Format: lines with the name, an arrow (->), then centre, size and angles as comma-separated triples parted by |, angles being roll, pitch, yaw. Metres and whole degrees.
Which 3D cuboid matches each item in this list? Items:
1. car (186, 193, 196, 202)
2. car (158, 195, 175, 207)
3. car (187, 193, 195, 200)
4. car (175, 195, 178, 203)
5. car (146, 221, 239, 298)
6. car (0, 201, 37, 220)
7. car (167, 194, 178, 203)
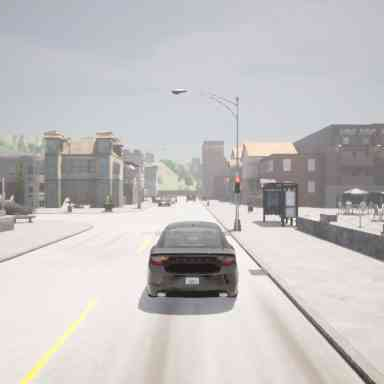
car -> -0.205, 1.216, 76.702 | 2.150, 2.045, 5.566 | 0, 0, 0
car -> -4.233, 1.491, 52.020 | 2.128, 1.511, 4.902 | 0, 0, 0
car -> -0.234, 1.187, 87.062 | 2.097, 1.767, 4.553 | 0, 0, 0
car -> -4.229, 1.352, 61.120 | 2.097, 1.767, 4.553 | 0, 0, 0
car -> 0.027, 1.478, 8.575 | 1.882, 1.535, 5.008 | 0, 0, 0
car -> -15.565, 1.505, 27.720 | 4.892, 1.490, 1.837 | 0, 0, 0
car -> -4.190, 1.355, 71.183 | 2.097, 1.767, 4.553 | 0, 0, 0
